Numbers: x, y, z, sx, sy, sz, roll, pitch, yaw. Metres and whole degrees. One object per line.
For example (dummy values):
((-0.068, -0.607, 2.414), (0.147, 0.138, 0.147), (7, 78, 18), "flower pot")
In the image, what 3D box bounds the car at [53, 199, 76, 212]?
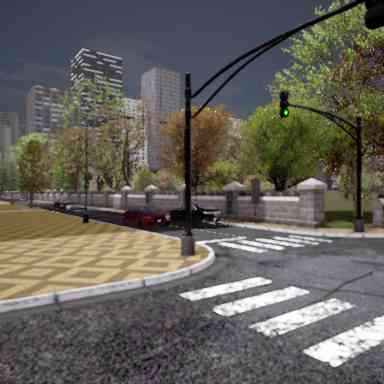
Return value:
((-15.627, 1.589, 40.589), (2.128, 1.511, 4.902), (0, 0, -34), "car")

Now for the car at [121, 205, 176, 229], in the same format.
((-3.138, 1.597, 22.151), (1.994, 1.385, 4.181), (0, 0, -34), "car")

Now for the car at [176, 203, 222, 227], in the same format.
((0.085, 1.529, 23.124), (2.128, 1.511, 4.902), (0, 0, -34), "car")
